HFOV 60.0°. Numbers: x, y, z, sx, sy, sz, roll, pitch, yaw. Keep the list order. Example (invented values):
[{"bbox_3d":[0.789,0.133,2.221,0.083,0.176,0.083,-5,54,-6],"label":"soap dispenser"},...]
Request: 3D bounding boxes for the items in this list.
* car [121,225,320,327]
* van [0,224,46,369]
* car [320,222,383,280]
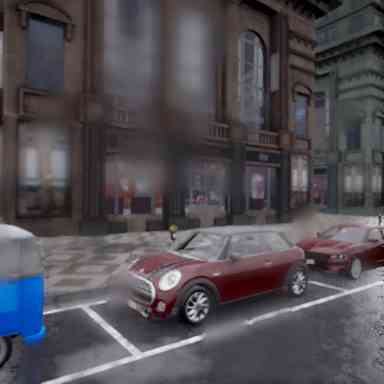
[{"bbox_3d":[0.575,1.481,7.056,4.097,1.590,1.967,1,0,-35],"label":"car"},{"bbox_3d":[-3.854,1.331,3.899,3.998,1.788,1.690,1,0,-35],"label":"van"},{"bbox_3d":[5.005,1.638,10.213,4.507,1.381,1.887,1,0,-35],"label":"car"}]
